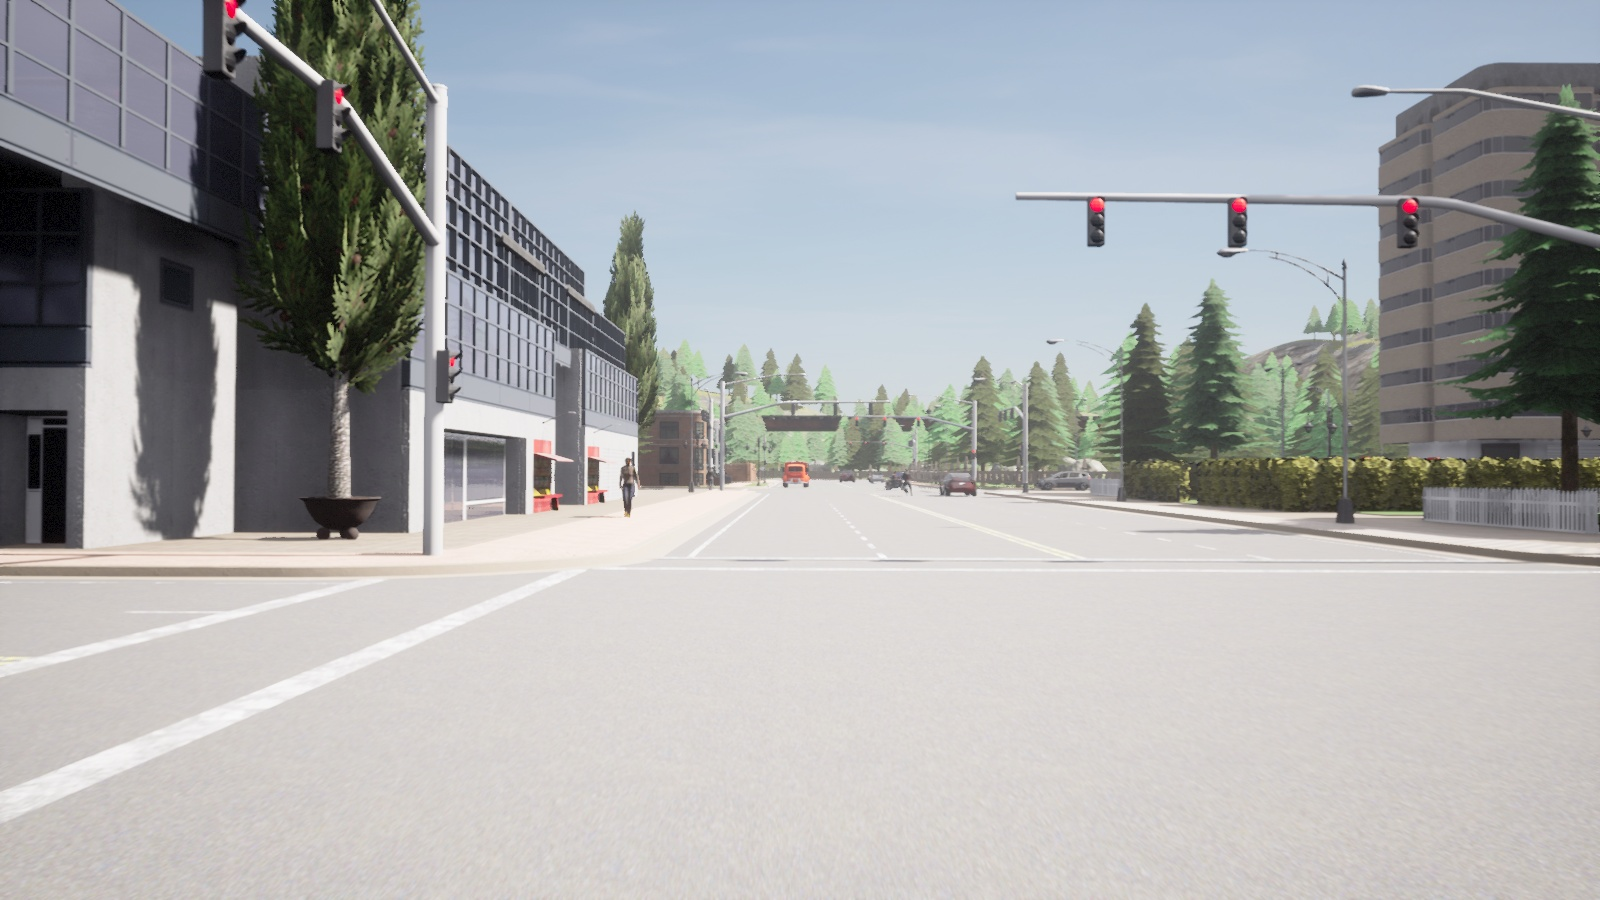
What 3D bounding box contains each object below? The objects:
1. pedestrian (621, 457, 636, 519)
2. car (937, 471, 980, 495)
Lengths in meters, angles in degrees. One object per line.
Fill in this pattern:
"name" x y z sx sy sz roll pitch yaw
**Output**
"pedestrian" -5.102 1.120 37.364 0.328 1.805 0.869 0 -1 0
"car" 10.164 2.129 81.012 2.163 1.488 4.792 0 -1 0
